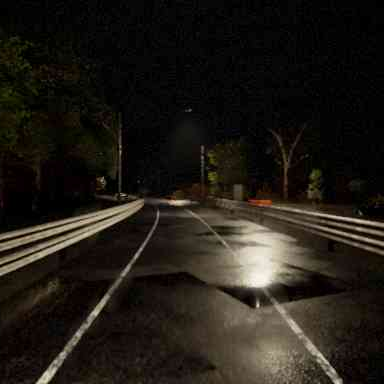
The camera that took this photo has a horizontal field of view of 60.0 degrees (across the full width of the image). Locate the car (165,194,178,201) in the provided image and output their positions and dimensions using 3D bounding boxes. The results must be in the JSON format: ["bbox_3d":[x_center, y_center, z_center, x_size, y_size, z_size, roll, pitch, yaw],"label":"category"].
[{"bbox_3d":[-5.385,1.333,86.615,2.097,1.767,4.553,0,0,-23],"label":"car"}]

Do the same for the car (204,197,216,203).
[{"bbox_3d":[3.073,1.689,66.939,1.895,1.301,4.718,0,0,-23],"label":"car"}]

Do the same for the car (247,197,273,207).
[{"bbox_3d":[10.194,1.520,50.375,2.097,1.767,4.553,0,0,-23],"label":"car"}]

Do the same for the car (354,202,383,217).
[{"bbox_3d":[18.069,1.753,32.046,1.837,1.490,4.892,0,0,-23],"label":"car"}]
